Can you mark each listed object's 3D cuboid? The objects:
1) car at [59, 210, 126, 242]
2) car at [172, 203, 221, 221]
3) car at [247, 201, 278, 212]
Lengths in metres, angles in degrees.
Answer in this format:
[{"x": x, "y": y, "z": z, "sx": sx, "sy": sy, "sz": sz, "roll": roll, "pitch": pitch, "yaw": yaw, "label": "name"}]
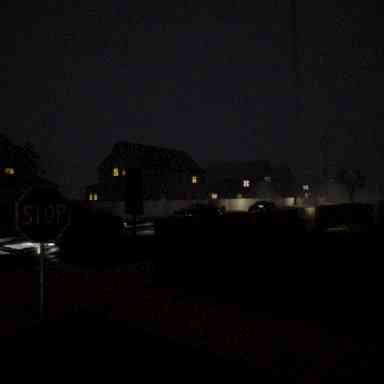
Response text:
[{"x": -5.374, "y": 1.635, "z": 16.977, "sx": 1.994, "sy": 1.385, "sz": 4.181, "roll": 0, "pitch": 0, "yaw": 36, "label": "car"}, {"x": 0.441, "y": 1.623, "z": 25.235, "sx": 2.128, "sy": 1.511, "sz": 4.902, "roll": 0, "pitch": 0, "yaw": 35, "label": "car"}, {"x": 7.542, "y": 1.714, "z": 35.287, "sx": 1.837, "sy": 1.490, "sz": 4.892, "roll": 0, "pitch": 0, "yaw": 35, "label": "car"}]
